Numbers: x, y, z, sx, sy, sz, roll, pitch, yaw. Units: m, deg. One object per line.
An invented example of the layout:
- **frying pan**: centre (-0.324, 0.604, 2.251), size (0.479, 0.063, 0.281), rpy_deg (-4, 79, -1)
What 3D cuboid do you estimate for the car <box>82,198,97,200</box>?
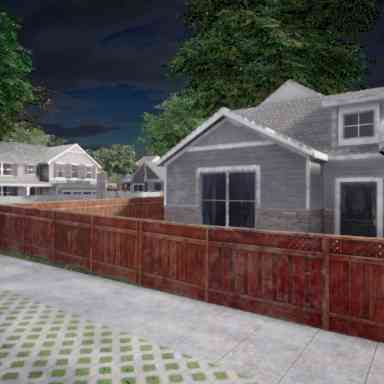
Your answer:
- **car**: centre (-8.232, 1.196, 26.821), size (1.812, 1.442, 4.674), rpy_deg (0, 1, 35)
